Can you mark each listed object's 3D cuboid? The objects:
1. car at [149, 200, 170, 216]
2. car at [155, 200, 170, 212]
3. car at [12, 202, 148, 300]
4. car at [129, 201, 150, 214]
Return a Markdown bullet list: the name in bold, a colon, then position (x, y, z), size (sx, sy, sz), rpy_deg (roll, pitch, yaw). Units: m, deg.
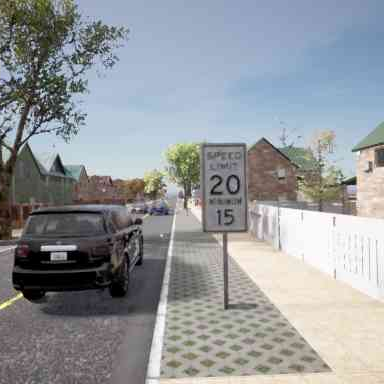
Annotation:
- **car**: position (-3.868, 1.804, 39.532), size (2.097, 1.767, 4.553), rpy_deg (-1, -1, -2)
- **car**: position (-4.353, 2.043, 49.784), size (1.882, 1.535, 5.008), rpy_deg (-1, -1, -2)
- **car**: position (-2.614, 1.329, 8.924), size (2.150, 2.045, 5.566), rpy_deg (-1, -1, -2)
- **car**: position (-6.856, 2.042, 43.938), size (2.128, 1.511, 4.902), rpy_deg (-1, -1, -2)
